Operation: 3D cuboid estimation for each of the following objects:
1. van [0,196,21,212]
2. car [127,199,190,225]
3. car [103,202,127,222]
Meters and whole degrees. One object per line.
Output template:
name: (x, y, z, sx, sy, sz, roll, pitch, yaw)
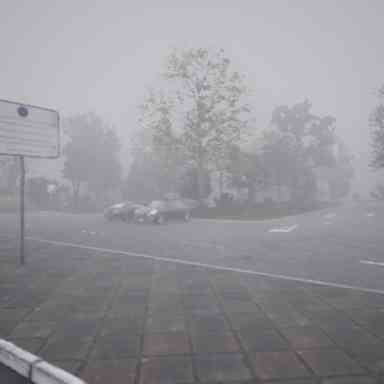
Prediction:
van: (-21.826, 1.383, 37.778, 1.878, 1.987, 4.442, -1, -1, 35)
car: (-2.126, 1.328, 24.125, 2.185, 1.767, 4.553, 0, 0, 35)
car: (-4.748, 1.497, 25.908, 2.002, 1.452, 4.674, 0, 0, 35)
